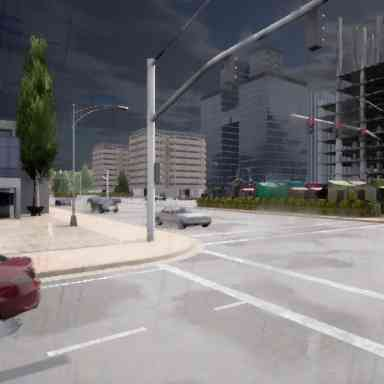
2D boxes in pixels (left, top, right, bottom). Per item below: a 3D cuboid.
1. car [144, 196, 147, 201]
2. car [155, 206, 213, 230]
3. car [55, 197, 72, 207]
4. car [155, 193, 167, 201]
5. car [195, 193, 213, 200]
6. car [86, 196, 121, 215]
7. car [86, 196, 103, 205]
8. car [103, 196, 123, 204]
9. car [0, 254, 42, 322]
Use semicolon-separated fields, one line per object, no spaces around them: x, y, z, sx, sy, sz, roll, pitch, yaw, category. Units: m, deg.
-9.371;1.153;81.068;4.605;1.855;1.932;0;0;-34;car
-0.699;1.601;21.422;1.895;1.301;4.718;0;0;-33;car
-20.141;1.524;51.958;1.837;1.490;4.892;0;0;-33;car
-7.793;1.156;78.641;3.866;1.878;1.905;0;0;-34;car
3.242;1.156;62.414;3.866;1.878;1.905;0;0;-34;car
-9.183;1.489;34.674;2.128;1.511;4.902;0;0;-33;car
-18.284;1.564;62.222;1.994;1.385;4.181;0;0;-33;car
-15.326;1.547;64.118;2.033;1.411;5.357;0;0;-34;car
-4.710;1.526;4.763;4.674;1.442;1.812;0;0;-34;car
